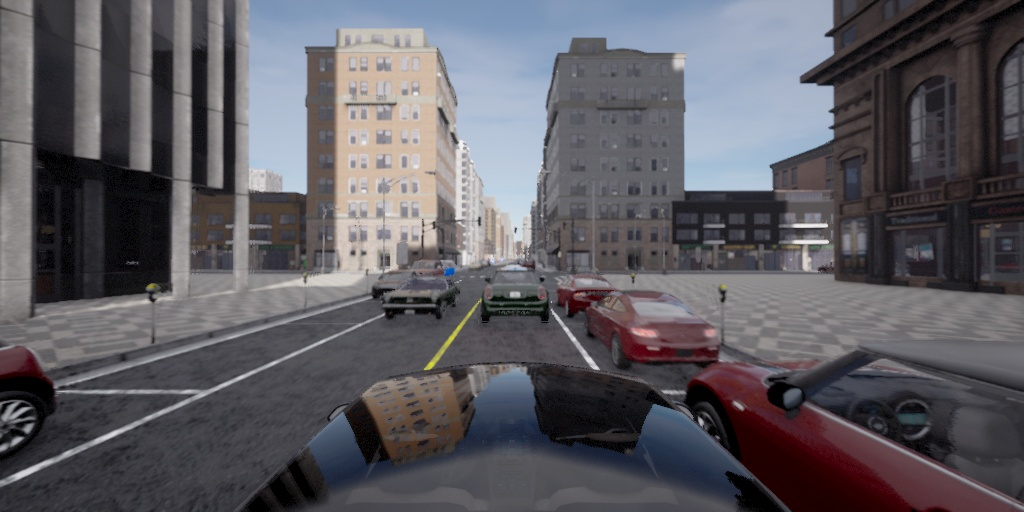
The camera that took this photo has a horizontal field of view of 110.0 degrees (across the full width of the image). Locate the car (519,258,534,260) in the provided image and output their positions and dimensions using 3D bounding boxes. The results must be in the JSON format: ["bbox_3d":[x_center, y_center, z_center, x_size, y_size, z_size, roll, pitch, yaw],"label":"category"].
[{"bbox_3d":[2.699,1.306,57.197,2.192,1.841,5.009,0,0,0],"label":"car"}]

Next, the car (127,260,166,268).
[{"bbox_3d":[-43.854,1.280,42.491,4.553,1.767,2.097,0,0,1],"label":"car"}]

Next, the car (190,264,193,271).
[{"bbox_3d":[-43.458,1.436,45.549,4.902,1.511,2.128,0,0,1],"label":"car"}]

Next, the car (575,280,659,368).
[{"bbox_3d":[2.671,1.364,7.621,1.802,1.307,4.207,0,0,0],"label":"car"}]

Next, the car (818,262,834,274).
[{"bbox_3d":[40.630,1.312,44.271,4.553,1.767,2.097,0,0,1],"label":"car"}]

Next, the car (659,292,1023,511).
[{"bbox_3d":[2.668,1.191,1.981,1.967,1.591,4.097,0,0,0],"label":"car"}]

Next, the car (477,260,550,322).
[{"bbox_3d":[0.099,1.162,12.654,2.097,1.767,4.553,0,0,0],"label":"car"}]

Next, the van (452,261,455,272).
[{"bbox_3d":[-5.842,1.245,30.211,1.690,1.789,3.998,0,0,0],"label":"van"}]

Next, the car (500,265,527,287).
[{"bbox_3d":[0.108,1.414,27.049,1.812,1.442,4.674,0,0,0],"label":"car"}]

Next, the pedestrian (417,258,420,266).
[{"bbox_3d":[-12.526,1.101,48.187,0.375,1.860,0.375,0,0,1],"label":"pedestrian"}]

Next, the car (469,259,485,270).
[{"bbox_3d":[-5.827,1.517,57.059,1.751,1.417,4.829,0,0,0],"label":"car"}]

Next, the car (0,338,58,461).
[{"bbox_3d":[-5.858,1.192,2.011,1.967,1.591,4.097,0,0,0],"label":"car"}]

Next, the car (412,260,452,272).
[{"bbox_3d":[-5.845,1.190,24.570,2.192,1.841,5.009,0,0,0],"label":"car"}]

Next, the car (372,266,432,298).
[{"bbox_3d":[-5.848,1.410,18.930,1.948,1.339,4.313,0,0,0],"label":"car"}]

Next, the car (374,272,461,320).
[{"bbox_3d":[-3.093,1.413,13.085,1.895,1.301,4.718,0,0,0],"label":"car"}]

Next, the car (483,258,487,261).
[{"bbox_3d":[-5.824,1.574,62.884,1.948,1.339,4.313,0,0,0],"label":"car"}]

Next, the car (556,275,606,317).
[{"bbox_3d":[2.674,1.358,13.260,1.888,1.381,4.507,0,0,0],"label":"car"}]
